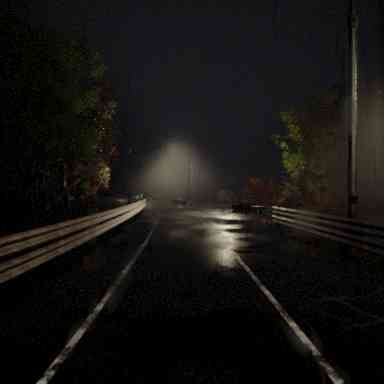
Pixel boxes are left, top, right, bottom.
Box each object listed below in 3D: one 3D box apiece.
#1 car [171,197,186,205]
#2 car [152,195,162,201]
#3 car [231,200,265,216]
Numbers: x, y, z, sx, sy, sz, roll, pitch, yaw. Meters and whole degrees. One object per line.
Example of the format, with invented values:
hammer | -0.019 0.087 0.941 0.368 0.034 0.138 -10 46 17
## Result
car | -2.441 1.532 59.818 1.994 1.385 4.181 0 0 -16
car | -8.490 1.408 80.443 2.128 1.511 4.902 0 0 -16
car | 5.449 1.530 32.994 2.128 1.511 4.902 2 0 -16
